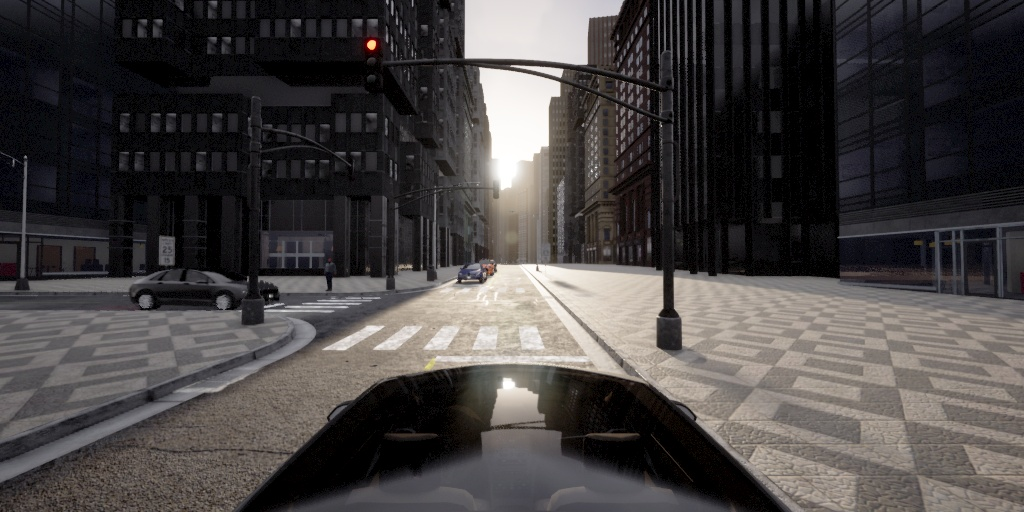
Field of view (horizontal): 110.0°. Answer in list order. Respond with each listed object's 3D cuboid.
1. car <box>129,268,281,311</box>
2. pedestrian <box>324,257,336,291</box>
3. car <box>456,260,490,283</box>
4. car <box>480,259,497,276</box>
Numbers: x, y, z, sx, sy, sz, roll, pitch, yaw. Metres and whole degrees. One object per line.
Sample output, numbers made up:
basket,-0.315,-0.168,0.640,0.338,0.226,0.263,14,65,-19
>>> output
car,-11.111,1.197,13.121,4.892,1.490,1.837,0,-1,5
pedestrian,-9.969,0.974,19.605,0.375,1.860,0.375,0,-1,0
car,-3.045,1.289,28.247,1.812,1.442,4.674,0,0,2
car,-3.020,1.138,38.252,2.097,1.767,4.553,0,0,0
